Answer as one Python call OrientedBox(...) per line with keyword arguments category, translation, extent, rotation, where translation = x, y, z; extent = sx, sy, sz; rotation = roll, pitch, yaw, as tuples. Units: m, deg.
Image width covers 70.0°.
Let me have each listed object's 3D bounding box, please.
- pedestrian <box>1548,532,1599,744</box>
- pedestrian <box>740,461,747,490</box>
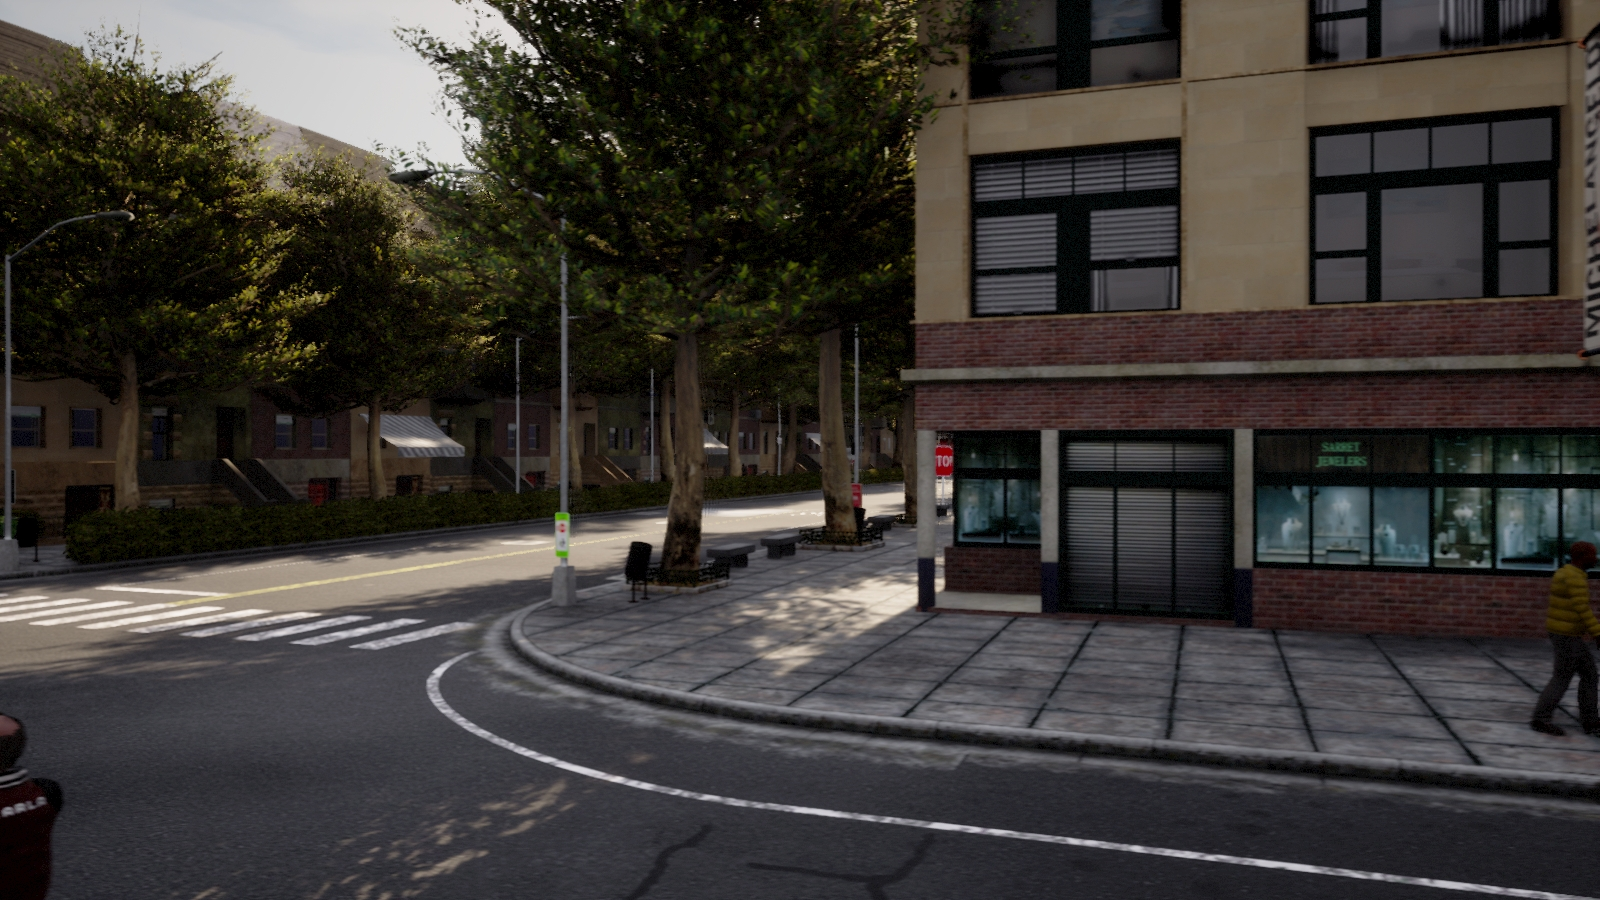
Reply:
OrientedBox(category="pedestrian", translation=(7.094, 1.698, 10.454), extent=(0.375, 1.860, 0.375), rotation=(0, 0, 26))
OrientedBox(category="pedestrian", translation=(-3.695, 1.674, 74.733), extent=(0.375, 1.860, 0.375), rotation=(0, 0, 19))
